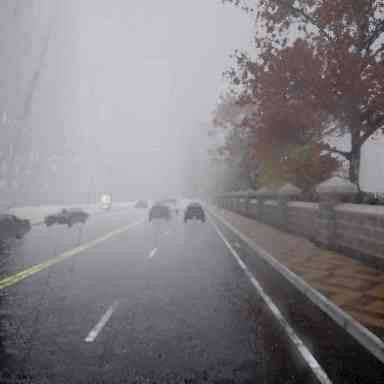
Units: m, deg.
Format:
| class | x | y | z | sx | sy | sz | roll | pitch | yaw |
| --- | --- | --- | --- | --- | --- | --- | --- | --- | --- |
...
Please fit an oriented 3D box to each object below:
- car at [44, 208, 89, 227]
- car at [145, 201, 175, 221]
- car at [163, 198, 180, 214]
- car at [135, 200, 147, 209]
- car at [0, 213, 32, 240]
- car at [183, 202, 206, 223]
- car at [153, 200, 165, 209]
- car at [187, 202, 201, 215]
| class | x | y | z | sx | sy | sz | roll | pitch | yaw |
| --- | --- | --- | --- | --- | --- | --- | --- | --- | --- |
| car | -9.678 | 1.940 | 25.981 | 1.895 | 1.301 | 4.718 | 0 | -1 | 1 |
| car | -2.984 | 1.920 | 31.968 | 1.882 | 1.535 | 5.008 | 0 | -1 | 0 |
| car | -2.910 | 1.862 | 45.569 | 2.150 | 2.045 | 5.566 | 0 | 0 | 0 |
| car | -9.428 | 2.247 | 62.859 | 2.097 | 1.767 | 4.553 | 0 | -1 | 1 |
| car | -9.774 | 1.748 | 16.113 | 2.033 | 1.411 | 5.357 | 0 | -1 | 0 |
| car | 0.216 | 1.933 | 30.358 | 1.837 | 1.490 | 4.892 | 0 | -1 | 1 |
| car | -6.179 | 2.403 | 62.779 | 1.837 | 1.490 | 4.892 | 0 | 0 | 1 |
| car | 0.295 | 2.139 | 44.687 | 1.837 | 1.490 | 4.892 | 0 | 0 | 1 |
